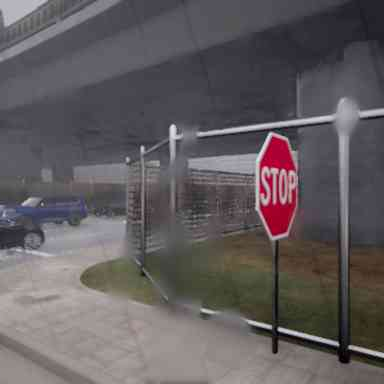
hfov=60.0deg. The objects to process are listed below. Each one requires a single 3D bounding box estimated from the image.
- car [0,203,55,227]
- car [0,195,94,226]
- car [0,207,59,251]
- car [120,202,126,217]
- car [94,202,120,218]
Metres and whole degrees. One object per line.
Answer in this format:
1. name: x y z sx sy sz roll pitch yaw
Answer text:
1. car: -12.486 1.558 22.857 2.033 1.411 5.357 0 0 36
2. car: -9.371 1.231 21.190 2.150 2.045 5.566 0 0 36
3. car: -7.421 1.499 11.611 2.128 1.511 4.902 -1 0 22
4. car: -3.638 1.362 29.026 2.097 1.767 4.553 0 0 37
5. car: -6.825 1.612 30.599 1.895 1.301 4.718 0 0 36
